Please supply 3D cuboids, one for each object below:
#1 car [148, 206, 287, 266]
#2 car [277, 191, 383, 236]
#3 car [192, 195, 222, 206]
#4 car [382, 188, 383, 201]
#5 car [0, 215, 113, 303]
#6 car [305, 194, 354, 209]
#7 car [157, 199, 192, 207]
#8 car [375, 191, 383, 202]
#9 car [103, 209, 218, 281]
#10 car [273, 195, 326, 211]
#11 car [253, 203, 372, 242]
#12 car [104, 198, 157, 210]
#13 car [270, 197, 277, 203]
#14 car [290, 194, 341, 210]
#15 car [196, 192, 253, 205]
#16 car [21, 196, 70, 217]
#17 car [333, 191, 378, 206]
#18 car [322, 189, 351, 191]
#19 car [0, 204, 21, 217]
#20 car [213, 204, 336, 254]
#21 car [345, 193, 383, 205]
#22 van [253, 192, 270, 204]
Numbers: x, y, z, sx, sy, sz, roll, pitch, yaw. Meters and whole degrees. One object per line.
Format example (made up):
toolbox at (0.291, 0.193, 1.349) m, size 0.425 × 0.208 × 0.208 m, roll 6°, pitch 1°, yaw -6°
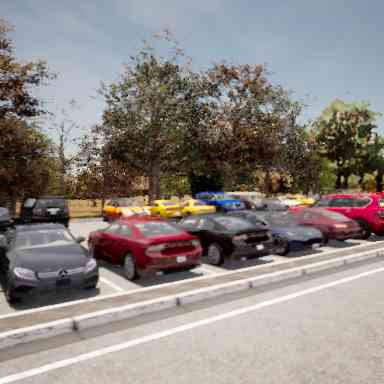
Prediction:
car at (0.612, 1.490, 11.891) m, size 2.097 × 1.535 × 5.008 m, roll -1°, pitch 1°, yaw -35°
car at (7.435, 1.106, 16.707) m, size 2.435 × 2.045 × 5.566 m, roll -1°, pitch 1°, yaw -35°
car at (-0.185, 1.350, 27.531) m, size 1.946 × 1.575 × 5.366 m, roll -1°, pitch 1°, yaw -35°
car at (31.873, 0.377, 49.706) m, size 2.435 × 2.045 × 5.566 m, roll -1°, pitch 1°, yaw -35°
car at (-3.962, 1.581, 8.699) m, size 2.002 × 1.452 × 4.674 m, roll -1°, pitch 0°, yaw -35°
car at (15.873, 1.030, 38.578) m, size 2.163 × 1.488 × 4.792 m, roll -1°, pitch 1°, yaw -35°
car at (-2.457, 1.405, 25.707) m, size 2.097 × 1.535 × 5.008 m, roll -1°, pitch 1°, yaw -35°
car at (29.575, 0.682, 48.138) m, size 2.097 × 1.535 × 5.008 m, roll -1°, pitch 1°, yaw -35°
car at (-1.672, 1.520, 10.291) m, size 2.097 × 1.535 × 5.008 m, roll -1°, pitch 0°, yaw -35°
car at (11.325, 1.102, 35.366) m, size 2.097 × 1.535 × 5.008 m, roll -1°, pitch 1°, yaw -35°
car at (5.177, 1.448, 15.089) m, size 2.002 × 1.452 × 4.674 m, roll -1°, pitch 1°, yaw -35°
car at (-4.762, 1.325, 24.139) m, size 2.185 × 1.767 × 4.553 m, roll -1°, pitch 1°, yaw -35°
car at (9.046, 1.193, 33.768) m, size 2.002 × 1.452 × 4.674 m, roll -1°, pitch 1°, yaw -35°
car at (13.606, 1.052, 36.964) m, size 2.231 × 1.521 × 4.892 m, roll -1°, pitch 1°, yaw -35°
car at (2.216, 1.052, 28.950) m, size 2.435 × 2.045 × 5.566 m, roll -1°, pitch 1°, yaw -35°
car at (-9.333, 1.265, 20.936) m, size 2.435 × 2.045 × 5.566 m, roll -1°, pitch 0°, yaw -35°
car at (20.470, 0.770, 41.721) m, size 2.185 × 1.767 × 4.553 m, roll -1°, pitch 1°, yaw -35°
car at (18.185, 0.698, 40.126) m, size 2.435 × 2.045 × 5.566 m, roll -1°, pitch 1°, yaw -35°
car at (-11.603, 1.537, 19.320) m, size 2.097 × 1.535 × 5.008 m, roll 0°, pitch 0°, yaw -35°
car at (2.910, 1.482, 13.470) m, size 2.163 × 1.488 × 4.792 m, roll -1°, pitch 1°, yaw -35°
car at (22.734, 0.883, 43.348) m, size 2.002 × 1.452 × 4.674 m, roll -1°, pitch 1°, yaw -35°
van at (4.548, 1.028, 30.475) m, size 1.878 × 1.987 × 4.442 m, roll -1°, pitch 1°, yaw -35°
